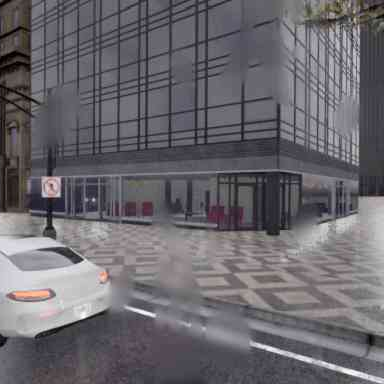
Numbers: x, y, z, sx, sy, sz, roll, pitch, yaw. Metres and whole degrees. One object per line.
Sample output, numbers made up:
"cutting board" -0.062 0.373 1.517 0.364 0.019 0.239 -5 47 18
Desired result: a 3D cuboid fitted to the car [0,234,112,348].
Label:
"car" -3.453 1.524 6.143 4.674 1.442 1.812 0 0 35
